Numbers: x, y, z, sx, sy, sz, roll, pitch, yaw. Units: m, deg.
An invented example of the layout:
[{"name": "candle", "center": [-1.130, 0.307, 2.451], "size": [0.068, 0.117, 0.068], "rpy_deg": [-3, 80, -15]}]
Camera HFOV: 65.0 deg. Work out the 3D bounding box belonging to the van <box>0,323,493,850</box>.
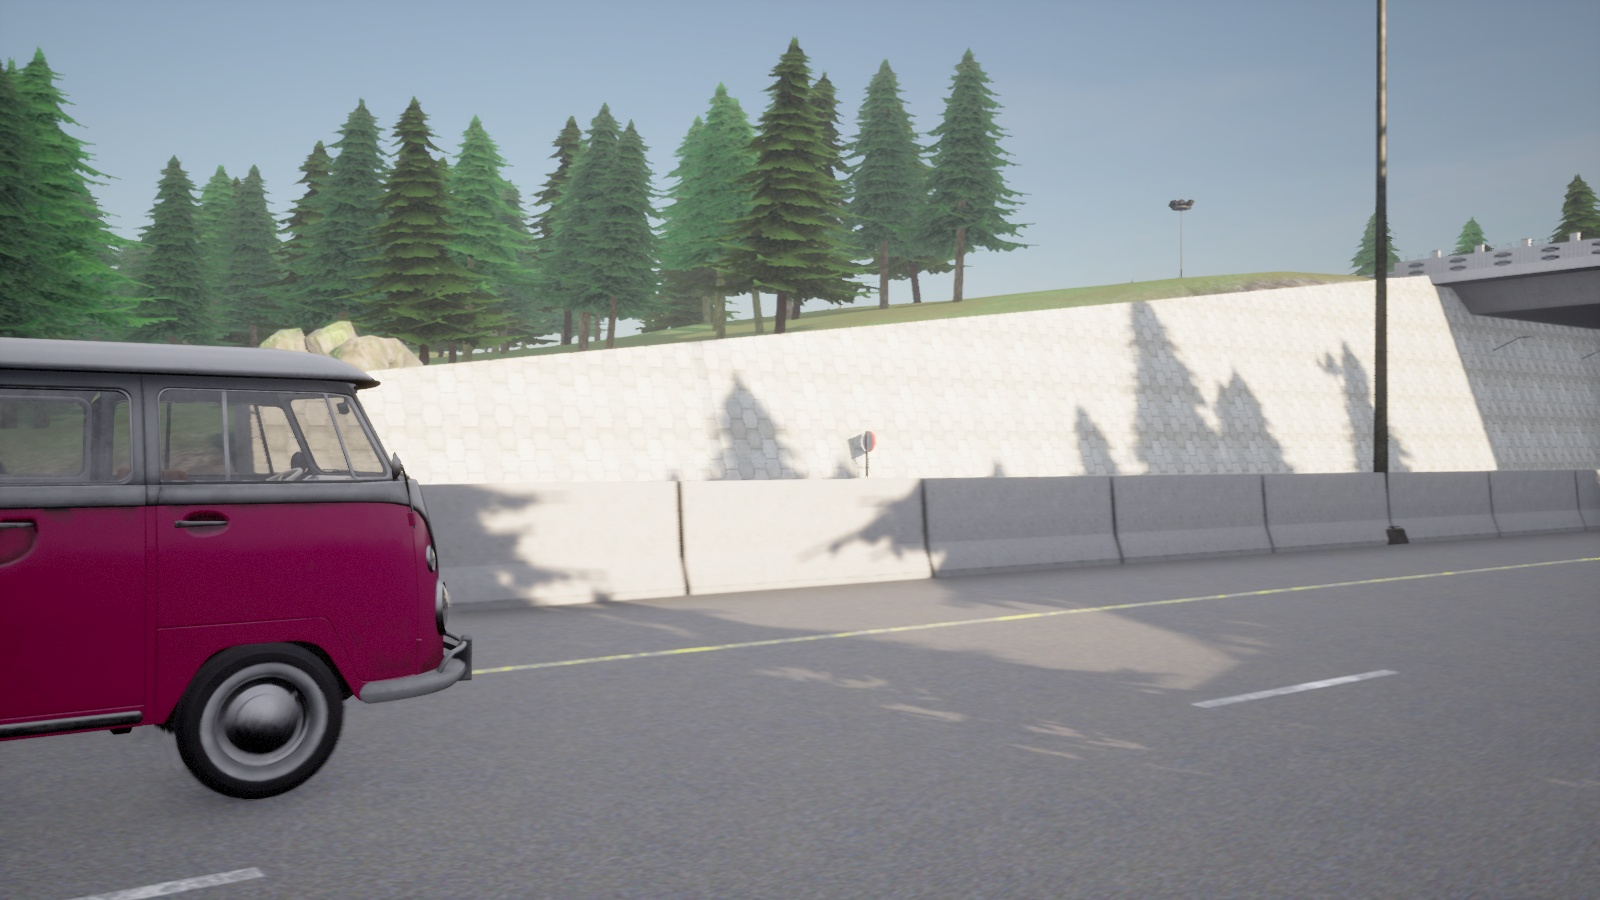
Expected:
[{"name": "van", "center": [-3.759, 0.519, 5.308], "size": [4.442, 1.987, 1.775], "rpy_deg": [0, 0, -35]}]
